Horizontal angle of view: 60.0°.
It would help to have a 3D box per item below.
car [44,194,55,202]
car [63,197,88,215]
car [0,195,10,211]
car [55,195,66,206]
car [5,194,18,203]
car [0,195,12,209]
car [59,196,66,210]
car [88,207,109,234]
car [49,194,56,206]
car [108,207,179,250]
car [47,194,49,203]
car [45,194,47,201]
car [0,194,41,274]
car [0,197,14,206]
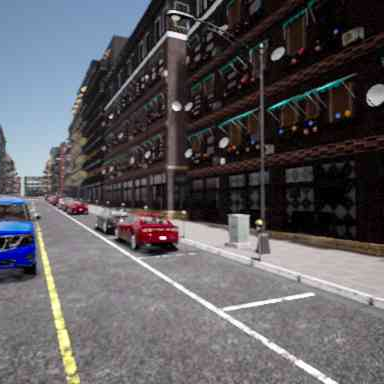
[{"bbox_3d":[-36.011,1.450,83.902,2.192,1.841,5.009,2,-1,-26],"label":"car"},{"bbox_3d":[-11.743,1.565,34.197,1.887,1.381,4.507,2,-1,-26],"label":"car"},{"bbox_3d":[-23.694,1.289,40.744,2.192,1.841,5.009,2,-1,-26],"label":"car"},{"bbox_3d":[-16.581,1.471,44.145,1.967,1.590,4.097,2,-1,-26],"label":"car"},{"bbox_3d":[-38.238,1.355,70.569,2.192,1.841,5.009,2,-1,-26],"label":"car"},{"bbox_3d":[-26.118,1.295,45.714,2.192,1.841,5.009,2,-1,-26],"label":"car"},{"bbox_3d":[-14.166,1.570,39.168,1.887,1.381,4.507,2,-1,-26],"label":"car"},{"bbox_3d":[-4.472,1.570,19.283,2.008,1.369,4.403,2,-1,-26],"label":"car"},{"bbox_3d":[-21.464,1.360,54.071,2.192,1.841,5.009,2,-1,-26],"label":"car"},{"bbox_3d":[-2.047,1.567,14.311,1.887,1.381,4.507,2,-1,-26],"label":"car"},{"bbox_3d":[-26.316,1.508,64.013,1.967,1.590,4.097,2,-1,-26],"label":"car"},{"bbox_3d":[-31.168,1.679,73.954,1.802,1.307,4.206,2,-1,-26],"label":"car"},{"bbox_3d":[-6.002,1.204,10.260,2.150,2.045,5.566,0,0,-26],"label":"car"},{"bbox_3d":[-30.973,1.564,55.654,1.947,1.339,4.313,2,-1,-26],"label":"car"}]
